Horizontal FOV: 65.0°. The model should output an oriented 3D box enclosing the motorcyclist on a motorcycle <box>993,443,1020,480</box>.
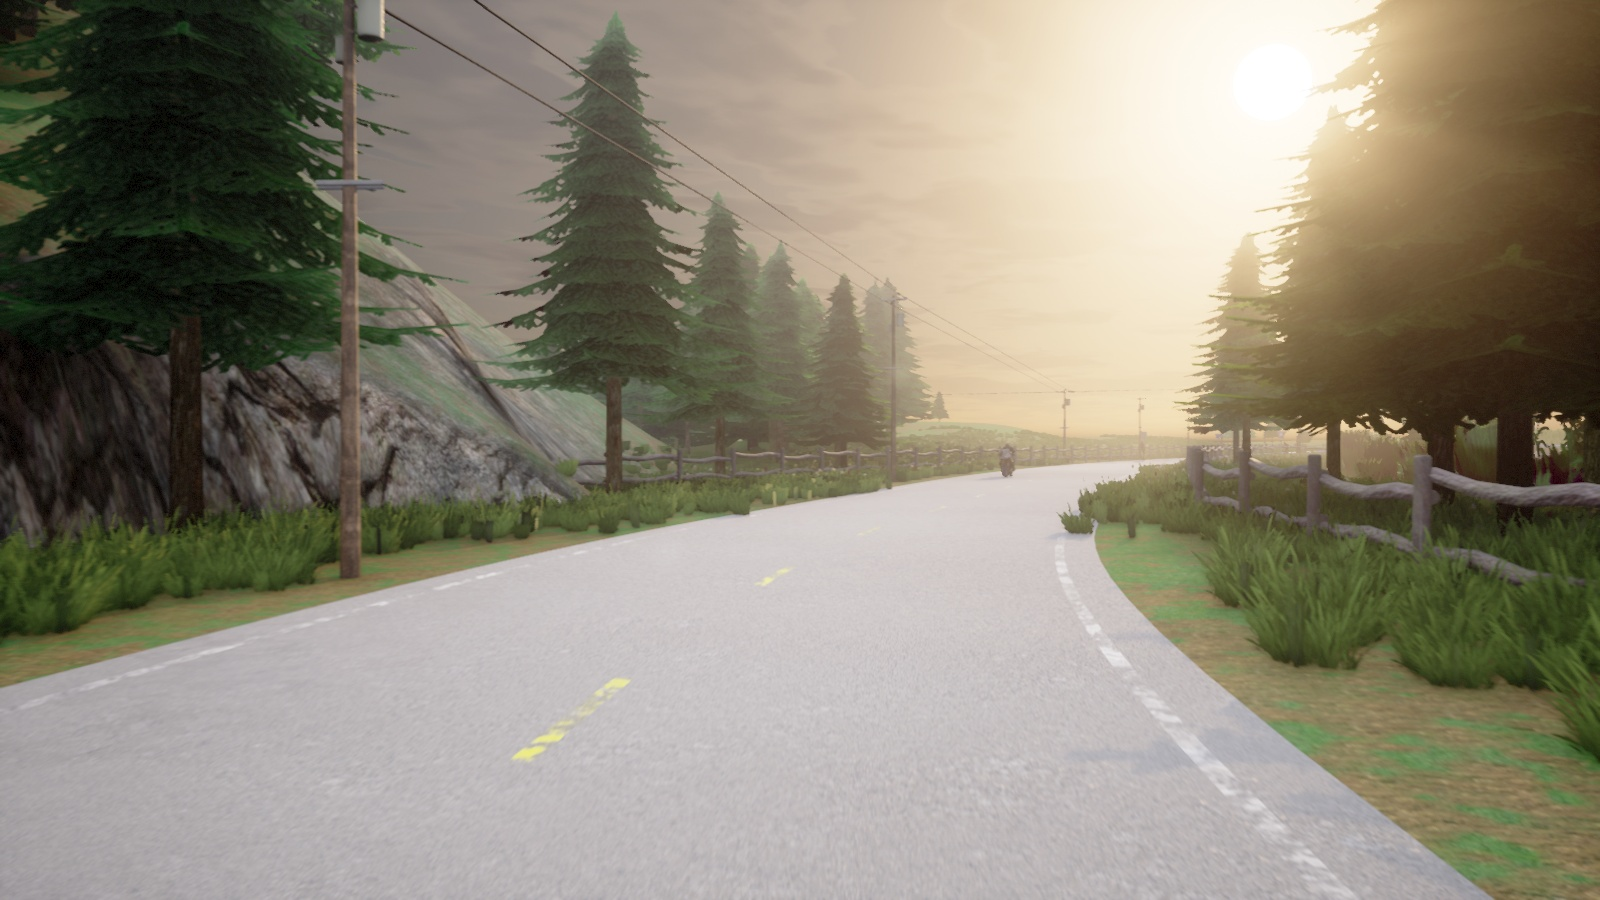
[{"bbox_3d":[8.979,0.483,54.558,0.866,1.530,2.191,0,0,18],"label":"motorcyclist on a motorcycle"}]
